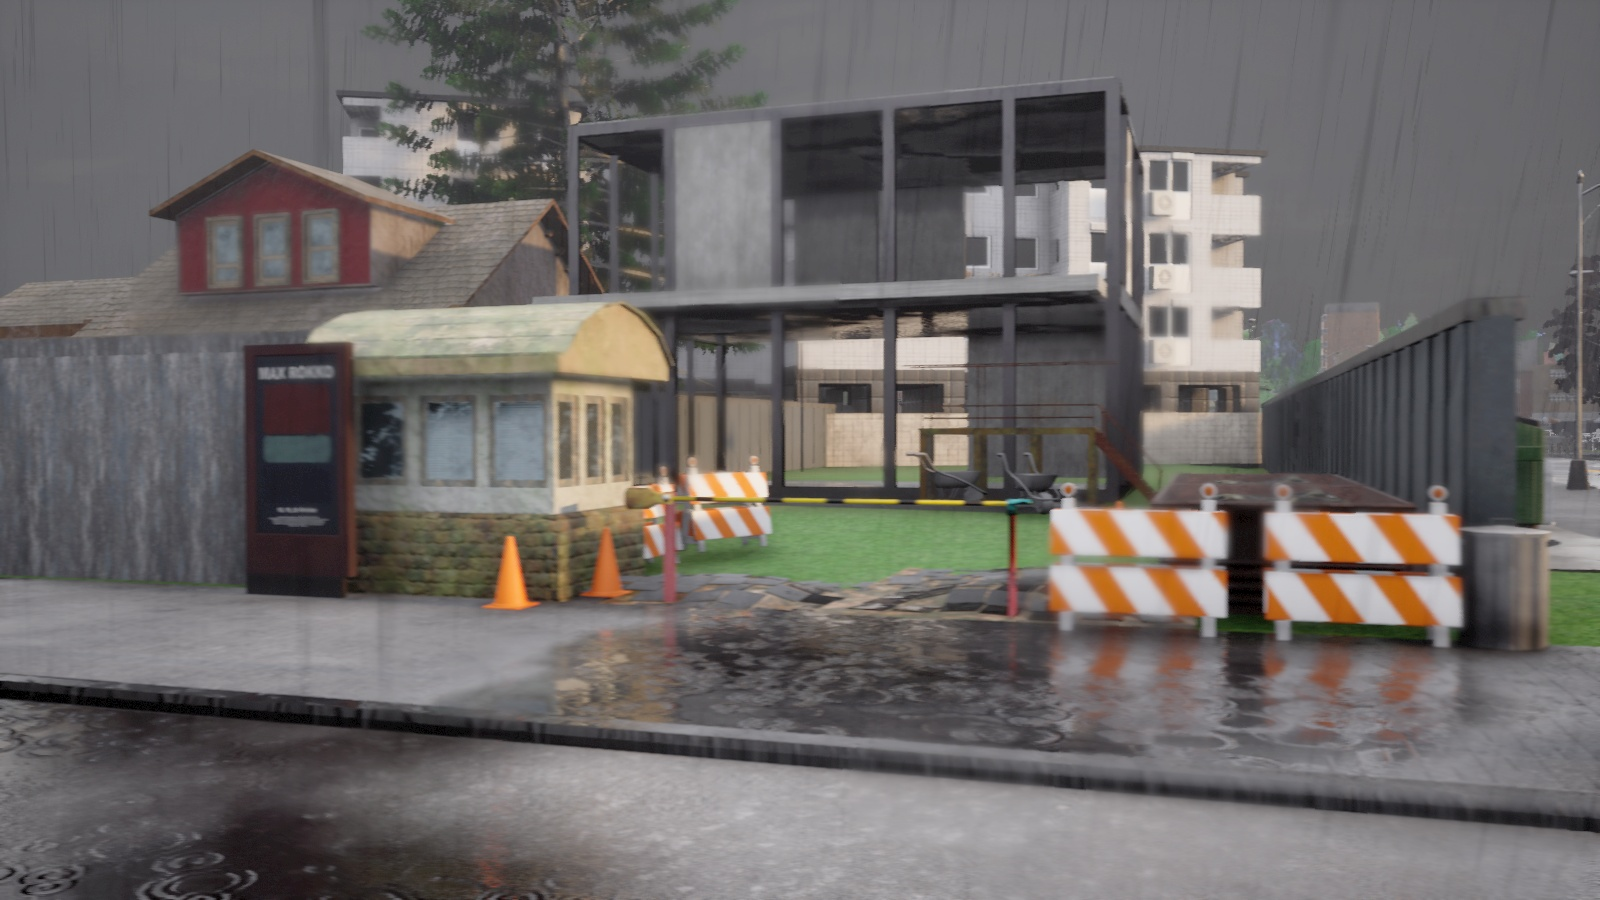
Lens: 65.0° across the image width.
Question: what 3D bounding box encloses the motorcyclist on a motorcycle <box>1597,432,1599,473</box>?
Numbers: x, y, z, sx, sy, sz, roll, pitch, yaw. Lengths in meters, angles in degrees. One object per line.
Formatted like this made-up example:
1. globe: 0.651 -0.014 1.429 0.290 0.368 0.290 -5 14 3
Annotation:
1. motorcyclist on a motorcycle: 31.295 0.112 48.117 0.866 1.590 1.817 1 1 18
